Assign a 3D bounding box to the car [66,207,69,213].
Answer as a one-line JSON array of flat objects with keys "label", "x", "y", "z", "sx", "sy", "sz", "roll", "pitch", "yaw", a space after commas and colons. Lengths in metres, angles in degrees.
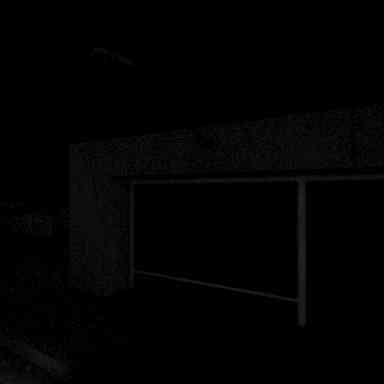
[{"label": "car", "x": -8.910, "y": 1.562, "z": 30.775, "sx": 2.033, "sy": 1.411, "sz": 5.357, "roll": 0, "pitch": 0, "yaw": 34}]
